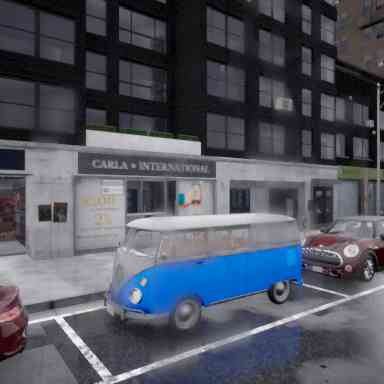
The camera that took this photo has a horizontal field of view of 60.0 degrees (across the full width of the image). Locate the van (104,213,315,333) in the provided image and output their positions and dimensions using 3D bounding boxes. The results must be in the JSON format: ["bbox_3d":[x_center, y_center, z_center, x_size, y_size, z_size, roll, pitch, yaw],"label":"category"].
[{"bbox_3d":[0.416,1.341,6.494,3.998,1.788,1.690,0,0,-36],"label":"van"}]

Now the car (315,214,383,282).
[{"bbox_3d":[4.815,1.440,9.648,4.097,1.590,1.967,0,0,-36],"label":"car"}]

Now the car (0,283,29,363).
[{"bbox_3d":[-3.983,1.582,3.340,4.206,1.307,1.802,0,0,-36],"label":"car"}]
